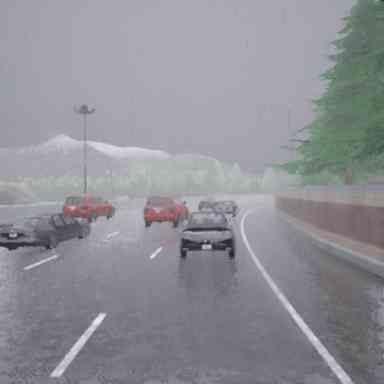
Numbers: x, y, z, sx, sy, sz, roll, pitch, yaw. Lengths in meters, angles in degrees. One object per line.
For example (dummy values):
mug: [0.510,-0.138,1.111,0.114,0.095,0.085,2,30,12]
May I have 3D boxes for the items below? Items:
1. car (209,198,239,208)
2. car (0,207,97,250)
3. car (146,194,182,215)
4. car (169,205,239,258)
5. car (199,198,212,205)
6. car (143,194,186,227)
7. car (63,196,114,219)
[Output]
car: [3.259,1.478,30.649,2.033,1.411,5.357,-1,0,12]
car: [-6.270,1.616,14.598,2.033,1.411,5.357,-1,0,5]
car: [-2.816,1.226,35.349,2.150,2.045,5.566,-1,0,14]
car: [0.630,1.472,12.613,2.128,1.511,4.902,-1,0,4]
car: [2.105,1.443,40.011,1.837,1.490,4.892,-1,1,16]
car: [-1.695,1.226,22.881,2.150,2.045,5.566,-1,0,8]
car: [-8.191,1.304,26.705,2.150,2.045,5.566,-1,0,10]
